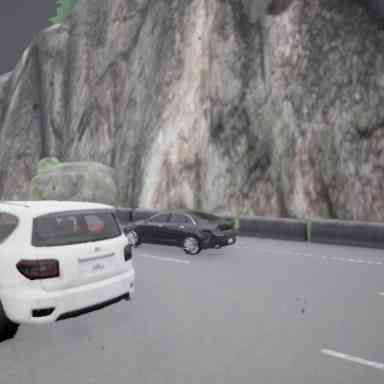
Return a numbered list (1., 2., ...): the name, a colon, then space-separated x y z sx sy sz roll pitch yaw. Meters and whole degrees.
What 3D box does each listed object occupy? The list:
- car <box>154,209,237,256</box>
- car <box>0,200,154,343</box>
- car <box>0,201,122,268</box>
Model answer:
1. car: -0.631 1.451 13.040 4.892 1.490 1.837 0 0 36
2. car: -3.602 1.178 6.562 5.566 2.045 2.150 1 0 36
3. car: -4.853 1.277 11.754 4.553 1.767 2.097 1 0 36
